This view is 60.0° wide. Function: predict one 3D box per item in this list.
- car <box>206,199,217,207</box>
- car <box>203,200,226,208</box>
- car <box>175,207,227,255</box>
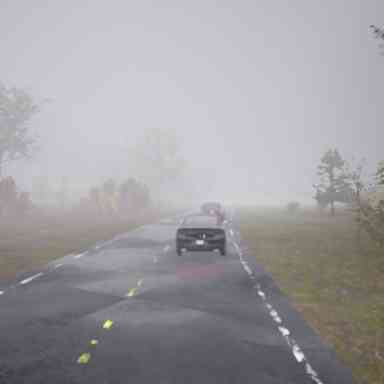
[{"bbox_3d":[3.914,2.232,66.347,1.812,1.442,4.674,0,0,8],"label":"car"},{"bbox_3d":[1.791,1.650,28.104,2.097,1.767,4.553,0,-1,8],"label":"car"},{"bbox_3d":[0.463,1.627,14.086,1.882,1.535,5.008,0,0,4],"label":"car"}]
